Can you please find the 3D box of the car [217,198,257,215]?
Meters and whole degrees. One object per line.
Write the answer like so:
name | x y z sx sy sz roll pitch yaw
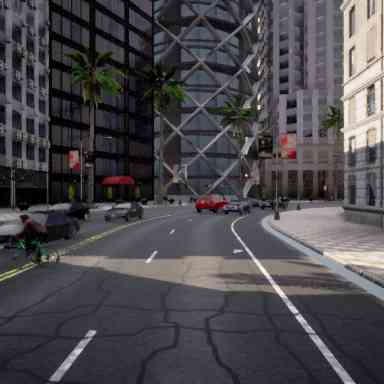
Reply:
car | 4.768 1.547 34.309 2.033 1.411 5.357 0 0 26

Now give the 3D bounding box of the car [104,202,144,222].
car | -5.355 1.526 26.964 1.812 1.442 4.674 0 0 12

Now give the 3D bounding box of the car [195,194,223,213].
car | 2.322 1.221 37.130 2.150 2.045 5.566 0 0 27

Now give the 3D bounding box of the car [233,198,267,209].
car | 7.974 1.547 45.684 2.033 1.411 5.357 0 0 42

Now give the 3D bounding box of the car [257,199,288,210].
car | 10.590 1.547 43.224 2.033 1.411 5.357 0 0 41

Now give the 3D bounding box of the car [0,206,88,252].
car | -6.559 1.547 14.274 2.033 1.411 5.357 0 0 3

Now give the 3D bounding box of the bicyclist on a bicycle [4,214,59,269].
bicyclist on a bicycle | -4.685 1.455 9.664 1.656 1.620 0.582 -2 0 2

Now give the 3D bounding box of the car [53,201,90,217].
car | -9.279 1.477 24.419 1.882 1.535 5.008 0 0 9
